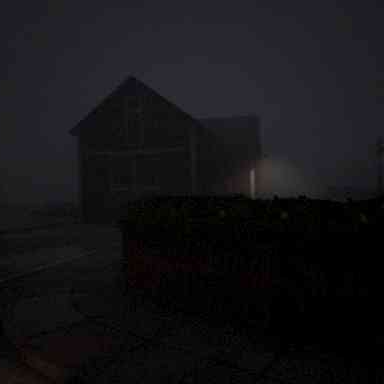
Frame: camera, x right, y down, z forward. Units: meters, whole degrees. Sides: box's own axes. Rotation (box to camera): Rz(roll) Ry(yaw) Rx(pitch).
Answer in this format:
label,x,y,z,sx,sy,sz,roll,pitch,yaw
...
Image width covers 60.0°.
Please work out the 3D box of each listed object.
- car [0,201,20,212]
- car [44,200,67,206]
label,x,y,z,sx,sy,sz,roll,pitch,yaw
car,-25.475,1.963,44.202,2.033,1.411,5.357,-1,0,15
car,-18.344,1.797,45.583,1.816,1.474,4.193,-7,-1,12
